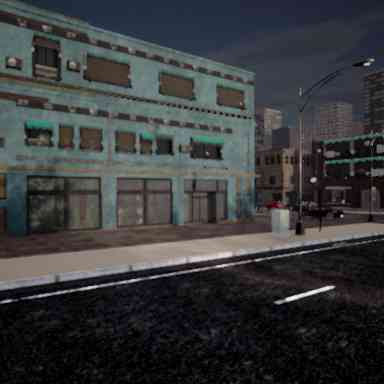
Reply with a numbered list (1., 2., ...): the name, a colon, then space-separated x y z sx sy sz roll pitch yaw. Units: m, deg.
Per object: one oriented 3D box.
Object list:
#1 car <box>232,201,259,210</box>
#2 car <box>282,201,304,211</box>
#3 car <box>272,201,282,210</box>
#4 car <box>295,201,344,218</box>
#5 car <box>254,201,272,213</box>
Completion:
1. car: 8.634 2.119 54.186 1.802 1.307 4.206 -1 0 -36
2. car: 15.072 1.963 45.182 2.008 1.369 4.403 -1 0 -36
3. car: 11.853 2.057 49.684 1.802 1.307 4.206 -1 0 -36
4. car: 13.011 1.933 33.450 1.947 1.339 4.313 -1 0 -36
5. car: 8.002 1.970 45.135 1.882 1.535 5.008 0 0 -36
